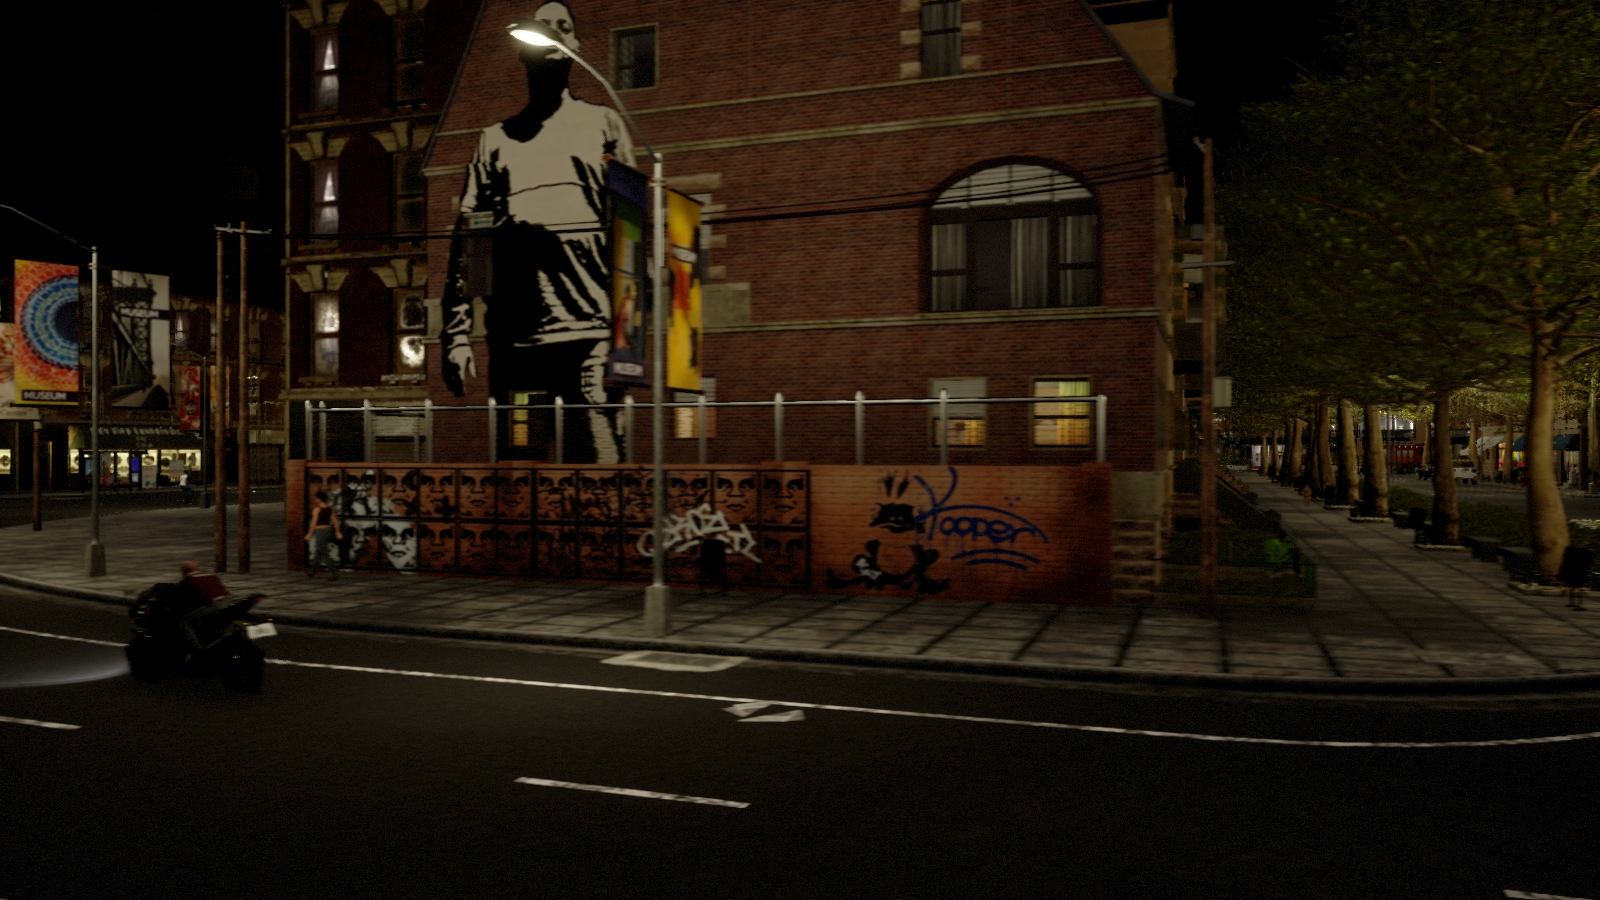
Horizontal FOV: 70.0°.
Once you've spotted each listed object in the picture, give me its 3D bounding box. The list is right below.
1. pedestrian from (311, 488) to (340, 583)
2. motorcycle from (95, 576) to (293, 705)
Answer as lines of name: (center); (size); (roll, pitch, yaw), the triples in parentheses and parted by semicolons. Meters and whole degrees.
pedestrian: (-9.471, 1.698, 22.823); (0.375, 1.860, 0.375); (0, 0, 24)
motorcycle: (-7.159, 2.205, 13.496); (2.209, 1.251, 0.867); (0, 0, 23)
